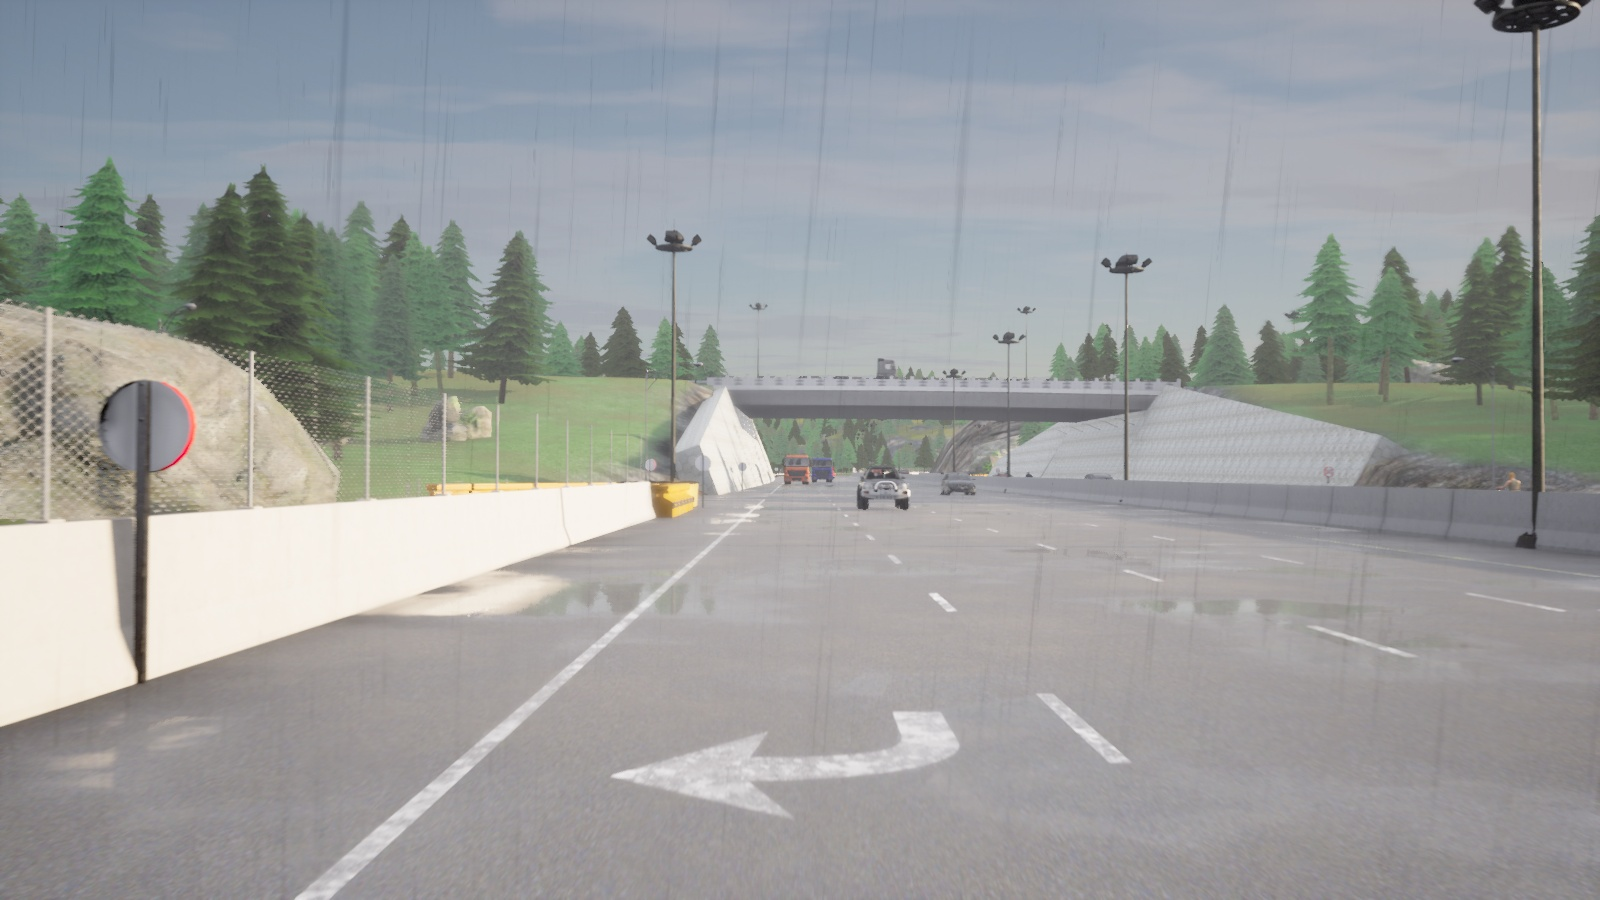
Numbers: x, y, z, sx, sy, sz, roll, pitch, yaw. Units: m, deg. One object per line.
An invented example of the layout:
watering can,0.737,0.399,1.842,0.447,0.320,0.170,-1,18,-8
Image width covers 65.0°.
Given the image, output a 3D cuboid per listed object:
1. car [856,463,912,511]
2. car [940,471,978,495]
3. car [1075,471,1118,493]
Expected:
car,3.376,1.473,51.112,1.932,1.855,4.605,0,-1,0
car,10.303,2.144,81.578,1.837,1.490,4.892,0,-1,0
car,20.787,2.214,88.284,1.837,1.490,4.892,0,-1,0
